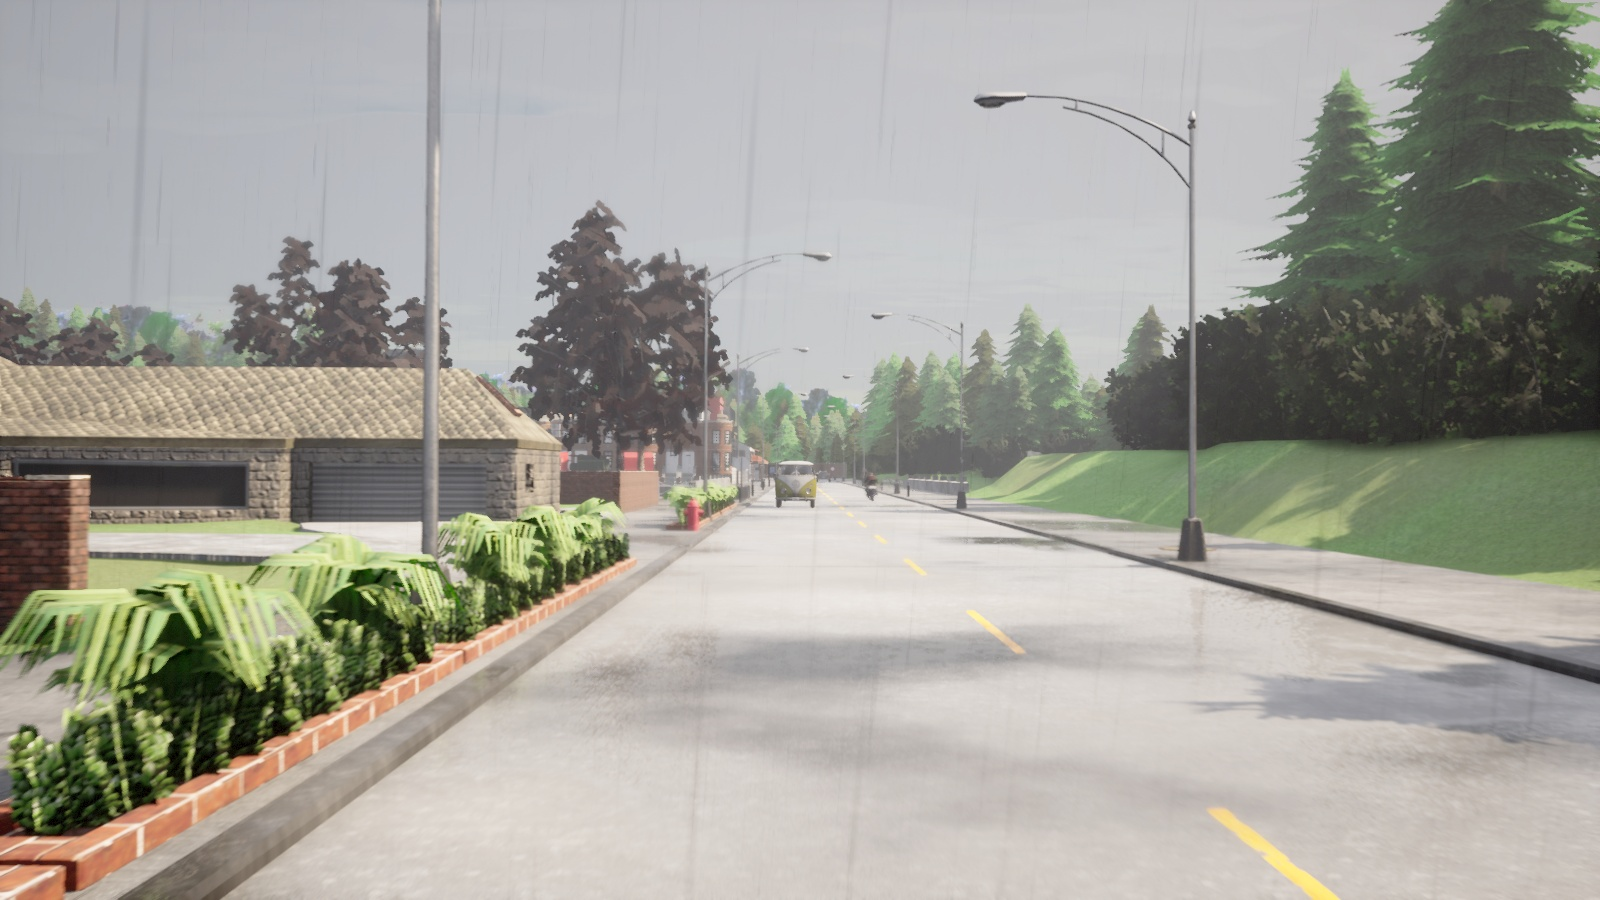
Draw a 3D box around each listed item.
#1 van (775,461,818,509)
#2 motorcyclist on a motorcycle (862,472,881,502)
[{"bbox_3d":[-0.164,1.470,53.874,1.775,1.987,4.442,0,-1,0],"label":"van"},{"bbox_3d":[3.794,1.949,66.611,0.866,1.530,2.191,0,-1,0],"label":"motorcyclist on a motorcycle"}]
